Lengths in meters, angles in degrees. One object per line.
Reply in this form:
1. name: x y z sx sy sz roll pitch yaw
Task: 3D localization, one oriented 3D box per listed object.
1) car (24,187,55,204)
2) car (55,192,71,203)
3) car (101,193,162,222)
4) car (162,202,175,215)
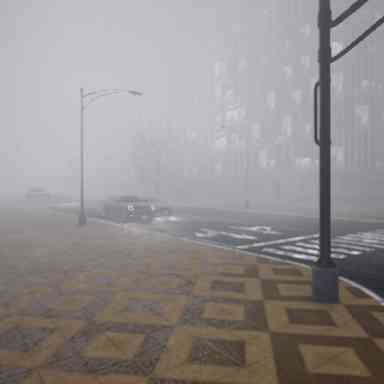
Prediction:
1. car: -19.372 0.385 41.660 2.150 2.045 5.566 0 1 -38
2. car: -18.036 0.713 45.247 1.895 1.301 4.718 0 1 -38
3. car: -4.357 0.957 22.555 2.097 1.767 4.553 0 1 -38
4. car: -3.574 1.088 26.801 2.033 1.411 5.357 0 1 -38
